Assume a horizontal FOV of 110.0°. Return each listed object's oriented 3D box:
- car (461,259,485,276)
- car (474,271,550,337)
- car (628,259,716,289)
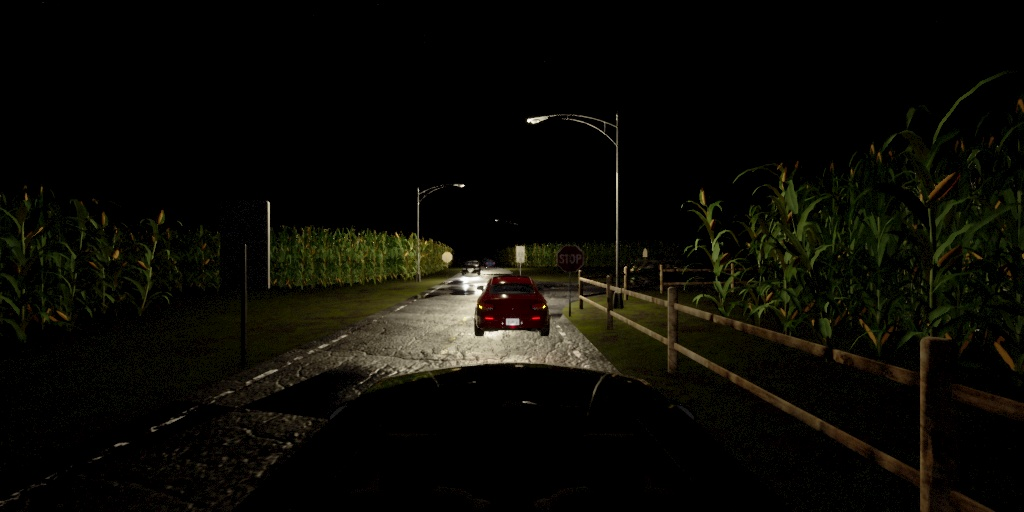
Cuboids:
[{"bbox_3d":[-4.210,1.262,37.519,2.128,1.511,4.902,0,0,-4],"label":"car"},{"bbox_3d":[-0.028,1.276,10.146,1.812,1.442,4.674,0,0,-1],"label":"car"},{"bbox_3d":[9.219,0.941,20.838,4.553,1.767,2.097,-1,0,7],"label":"car"}]
